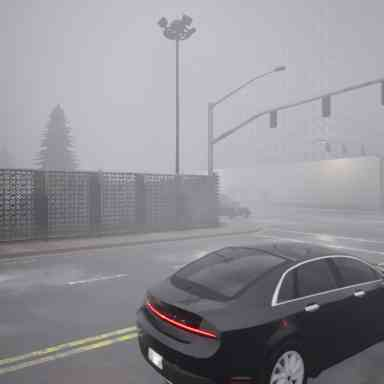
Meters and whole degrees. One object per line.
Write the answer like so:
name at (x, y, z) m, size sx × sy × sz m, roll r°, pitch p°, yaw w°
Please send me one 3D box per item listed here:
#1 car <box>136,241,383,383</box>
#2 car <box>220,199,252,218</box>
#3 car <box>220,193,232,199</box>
car at (1.593, 1.505, 4.919) m, size 4.892 × 1.490 × 1.837 m, roll 0°, pitch 0°, yaw -35°
car at (3.015, 1.545, 29.216) m, size 1.895 × 1.301 × 4.718 m, roll 0°, pitch 0°, yaw -34°
car at (2.811, 1.166, 35.614) m, size 2.150 × 2.045 × 5.566 m, roll 0°, pitch 0°, yaw -35°
